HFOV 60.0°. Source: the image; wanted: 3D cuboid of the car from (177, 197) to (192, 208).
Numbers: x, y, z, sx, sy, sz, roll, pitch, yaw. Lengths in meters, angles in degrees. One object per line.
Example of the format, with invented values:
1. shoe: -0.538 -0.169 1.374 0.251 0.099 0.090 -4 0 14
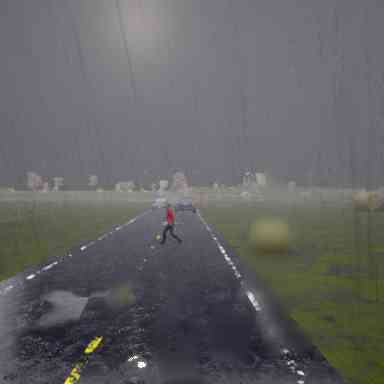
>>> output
1. car: -1.089 1.455 47.723 2.128 1.511 4.902 0 0 -2

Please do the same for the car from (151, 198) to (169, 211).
1. car: -3.788 1.498 40.762 1.812 1.442 4.674 0 0 -2

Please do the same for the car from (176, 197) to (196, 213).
1. car: -0.711 1.329 36.639 2.097 1.767 4.553 0 0 -2

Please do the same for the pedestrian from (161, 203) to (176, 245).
1. pedestrian: -0.967 1.287 13.741 0.375 1.860 0.375 0 0 1

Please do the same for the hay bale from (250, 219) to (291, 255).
1. hay bale: 2.931 1.650 12.521 1.220 1.180 1.240 0 0 -1
